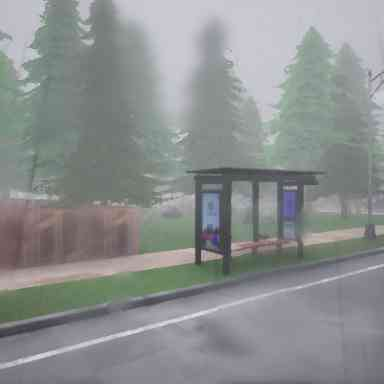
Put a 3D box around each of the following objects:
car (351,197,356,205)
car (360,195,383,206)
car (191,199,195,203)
[{"bbox_3d":[25.780,1.159,51.767,3.866,1.878,1.905,0,0,-37],"label":"car"},{"bbox_3d":[27.598,1.158,49.987,4.605,1.855,1.932,0,0,-37],"label":"car"},{"bbox_3d":[-0.305,1.388,64.942,2.097,1.767,4.553,0,0,-43],"label":"car"}]
